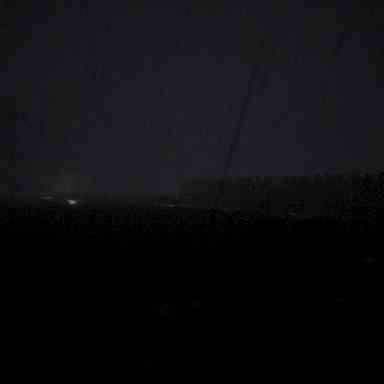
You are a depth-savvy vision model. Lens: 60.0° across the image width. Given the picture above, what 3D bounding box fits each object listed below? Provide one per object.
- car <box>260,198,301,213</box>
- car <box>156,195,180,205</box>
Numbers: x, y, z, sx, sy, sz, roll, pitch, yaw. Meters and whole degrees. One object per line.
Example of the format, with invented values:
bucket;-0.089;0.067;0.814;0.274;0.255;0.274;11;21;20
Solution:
car;8.593;1.270;32.276;1.994;1.385;4.181;0;0;-35
car;-3.599;1.163;49.737;1.994;1.385;4.181;0;0;-35
